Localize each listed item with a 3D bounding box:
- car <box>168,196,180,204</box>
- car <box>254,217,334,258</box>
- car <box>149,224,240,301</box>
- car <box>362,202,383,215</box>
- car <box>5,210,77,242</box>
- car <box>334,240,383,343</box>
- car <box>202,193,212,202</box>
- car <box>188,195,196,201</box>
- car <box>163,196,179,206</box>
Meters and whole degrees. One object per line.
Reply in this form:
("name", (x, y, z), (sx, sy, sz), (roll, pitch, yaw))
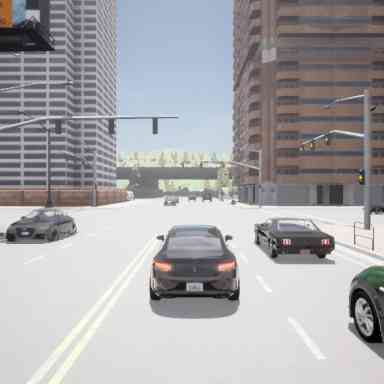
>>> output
("car", (-3.513, 1.491, 65.201), (2.128, 1.511, 4.902), (0, 0, 1))
("car", (3.608, 1.601, 12.679), (1.895, 1.301, 4.718), (0, 0, 1))
("car", (0.064, 1.526, 8.227), (1.812, 1.442, 4.674), (0, 0, 0))
("car", (19.971, 1.601, 33.697), (4.718, 1.301, 1.895), (0, 0, 1))
("car", (-7.112, 1.564, 16.092), (1.994, 1.385, 4.181), (0, 0, -1))
("car", (3.601, 1.352, 3.594), (2.097, 1.767, 4.553), (0, 0, 0))
("car", (3.534, 1.225, 77.979), (2.150, 2.045, 5.566), (0, 0, 0))
("car", (0.033, 1.425, 77.270), (1.837, 1.490, 4.892), (0, 0, 0))
("car", (-3.577, 1.491, 54.797), (2.128, 1.511, 4.902), (0, 0, -1))
